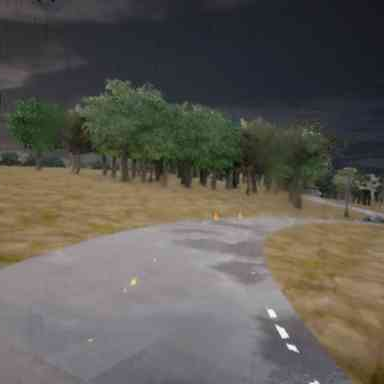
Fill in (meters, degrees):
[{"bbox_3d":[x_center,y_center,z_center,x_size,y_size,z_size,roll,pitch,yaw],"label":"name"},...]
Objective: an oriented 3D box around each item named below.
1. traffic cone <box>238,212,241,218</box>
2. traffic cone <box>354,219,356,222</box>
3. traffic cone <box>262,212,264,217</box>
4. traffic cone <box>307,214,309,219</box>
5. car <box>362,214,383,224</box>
[{"bbox_3d":[4.896,2.322,33.744,0.340,0.580,0.340,3,-1,35],"label":"traffic cone"},{"bbox_3d":[24.776,4.188,50.595,0.340,0.580,0.340,5,-1,-25],"label":"traffic cone"},{"bbox_3d":[8.128,2.589,37.915,0.340,0.580,0.340,3,-1,41],"label":"traffic cone"},{"bbox_3d":[15.794,3.312,45.132,0.340,0.580,0.340,6,-2,-37],"label":"traffic cone"},{"bbox_3d":[27.187,3.982,49.216,4.181,1.385,1.994,6,-1,-27],"label":"car"}]
